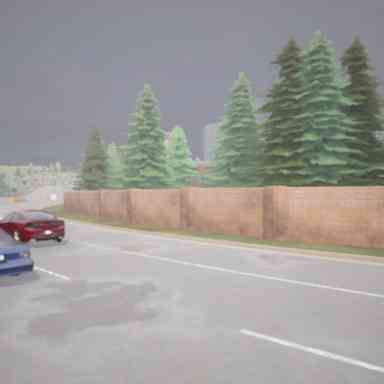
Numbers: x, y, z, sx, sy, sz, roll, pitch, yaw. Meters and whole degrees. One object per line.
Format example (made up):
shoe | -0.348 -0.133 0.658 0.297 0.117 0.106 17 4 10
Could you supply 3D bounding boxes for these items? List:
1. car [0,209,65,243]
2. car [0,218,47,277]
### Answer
car | -7.805 1.564 15.816 1.882 1.535 5.008 0 0 -44
car | -6.371 1.599 9.451 5.357 1.411 2.033 0 0 43
